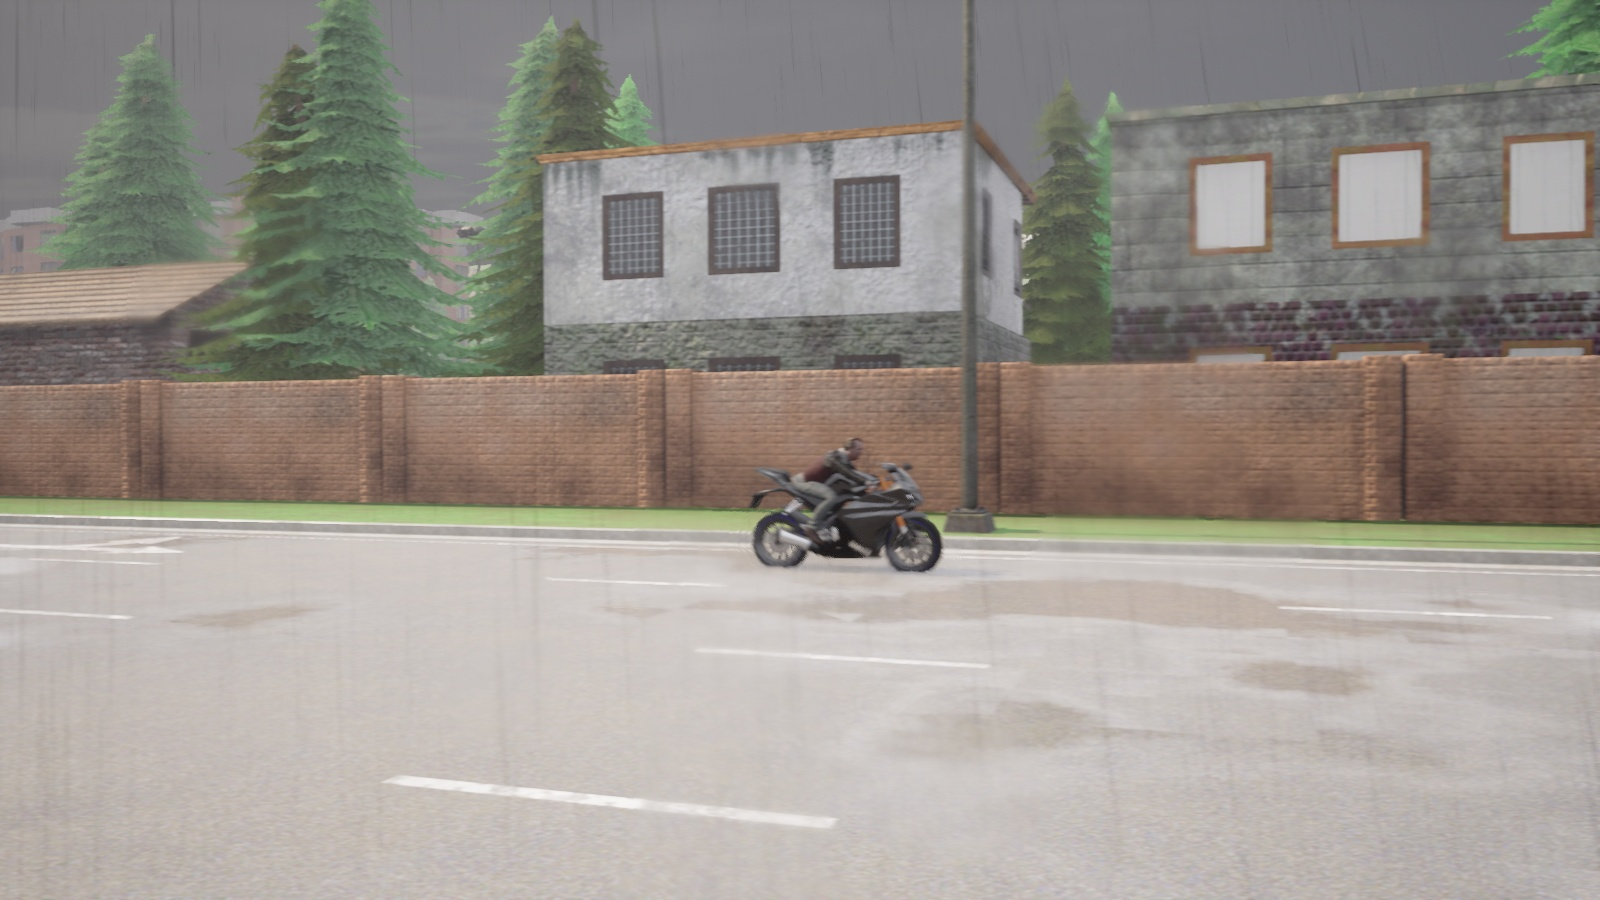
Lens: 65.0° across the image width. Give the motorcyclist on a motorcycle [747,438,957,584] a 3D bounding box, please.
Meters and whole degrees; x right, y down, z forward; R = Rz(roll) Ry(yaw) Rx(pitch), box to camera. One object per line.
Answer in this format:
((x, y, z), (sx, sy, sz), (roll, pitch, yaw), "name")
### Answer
((0.584, 0.638, 14.074), (2.191, 1.530, 0.866), (1, 1, 19), "motorcyclist on a motorcycle")
